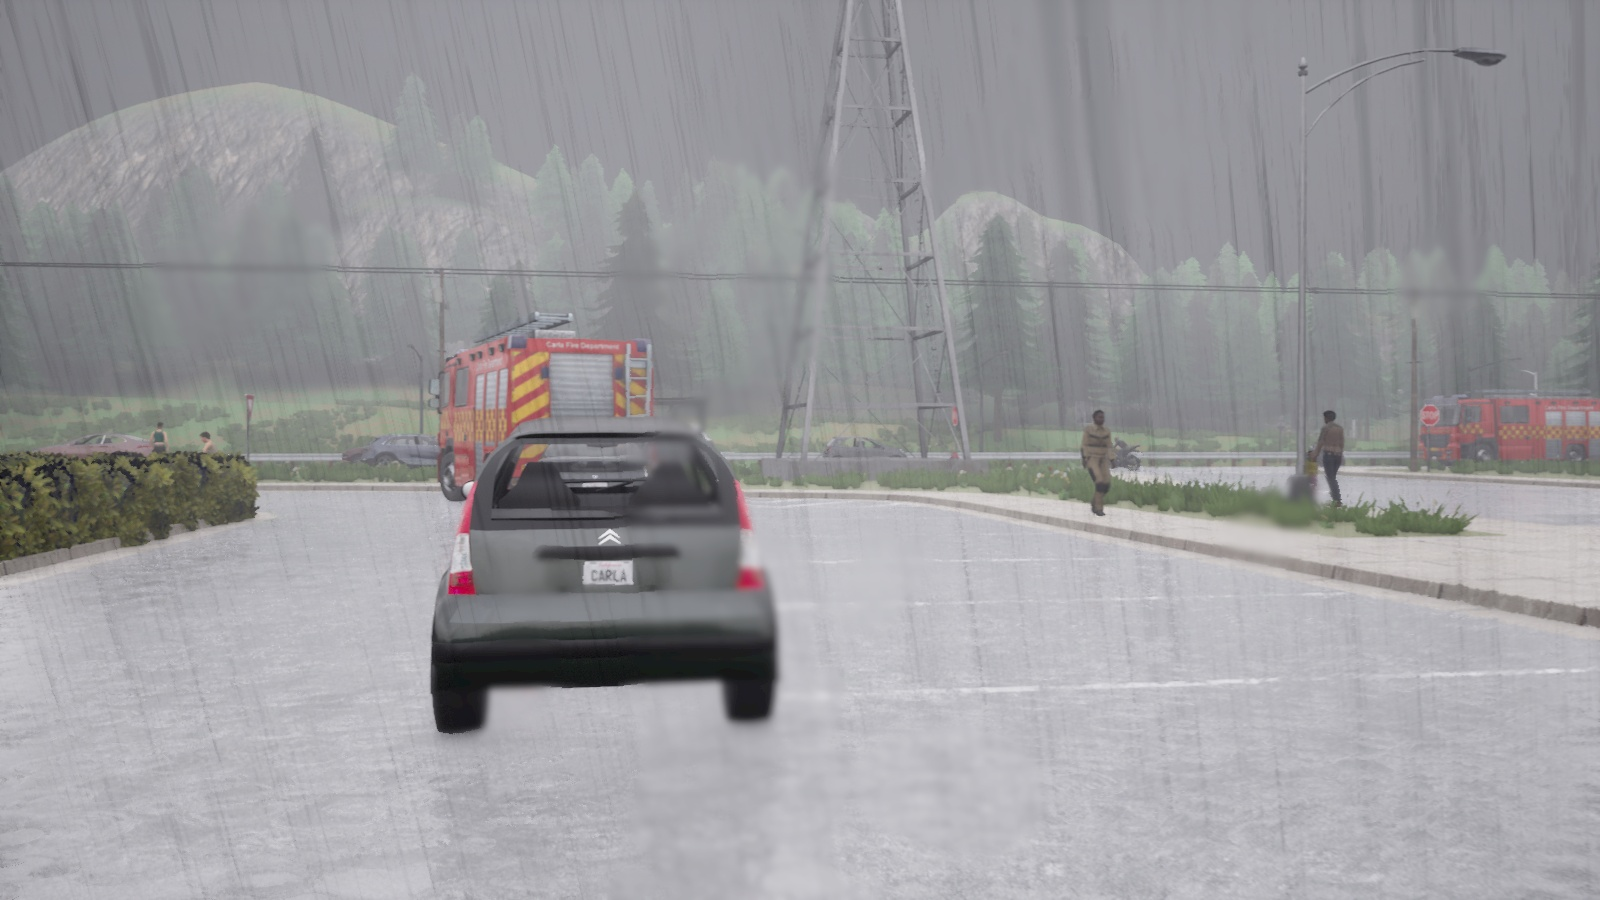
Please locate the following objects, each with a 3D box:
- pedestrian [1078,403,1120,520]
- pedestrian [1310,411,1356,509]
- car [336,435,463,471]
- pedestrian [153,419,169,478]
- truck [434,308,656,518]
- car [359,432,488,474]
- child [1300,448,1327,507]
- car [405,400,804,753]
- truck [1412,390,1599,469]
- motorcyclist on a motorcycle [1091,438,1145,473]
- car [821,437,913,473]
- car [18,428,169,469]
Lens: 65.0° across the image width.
[{"bbox_3d":[5.017,0.192,21.079,0.396,1.930,0.692,0,1,-15],"label":"pedestrian"},{"bbox_3d":[9.986,0.176,23.541,0.328,1.805,0.869,0,1,-15],"label":"pedestrian"},{"bbox_3d":[-17.200,0.127,54.166,5.008,1.535,1.882,0,1,-9],"label":"car"},{"bbox_3d":[-20.241,-0.052,39.771,0.345,1.836,0.594,0,1,-18],"label":"pedestrian"},{"bbox_3d":[-5.836,-0.714,27.343,2.891,3.827,8.468,0,1,-25],"label":"truck"},{"bbox_3d":[-15.212,0.117,50.962,4.856,1.649,2.033,0,1,-12],"label":"car"},{"bbox_3d":[10.270,0.540,25.117,0.299,1.160,0.473,0,1,-11],"label":"child"},{"bbox_3d":[-1.222,0.560,7.869,1.851,1.617,3.988,0,1,-9],"label":"car"},{"bbox_3d":[35.264,-1.001,62.501,8.468,3.827,2.891,0,1,-9],"label":"truck"},{"bbox_3d":[14.299,0.222,56.456,0.866,1.530,2.191,-2,2,-45],"label":"motorcyclist on a motorcycle"},{"bbox_3d":[2.842,0.206,53.811,3.633,1.501,1.845,0,1,-9],"label":"car"},{"bbox_3d":[-29.299,-0.076,52.239,5.027,1.651,2.152,0,1,-9],"label":"car"}]
